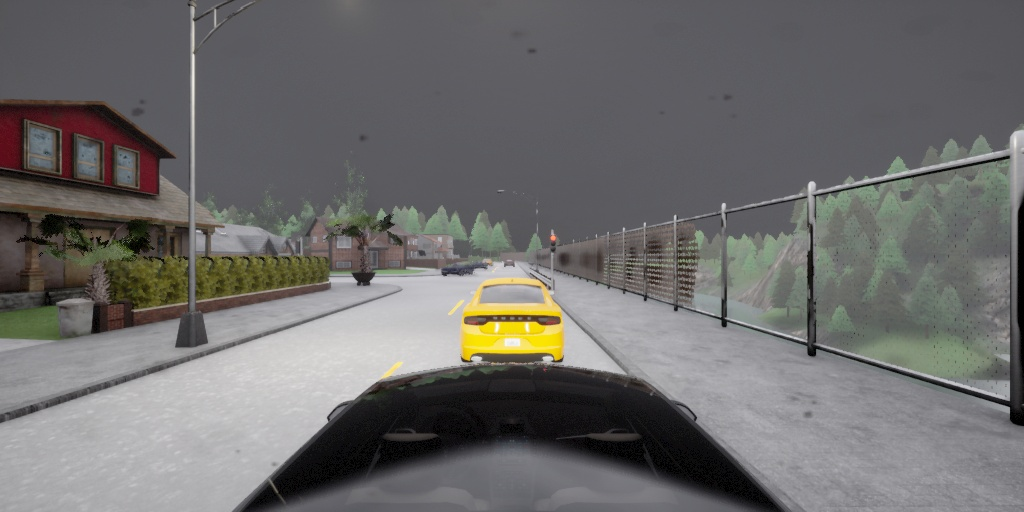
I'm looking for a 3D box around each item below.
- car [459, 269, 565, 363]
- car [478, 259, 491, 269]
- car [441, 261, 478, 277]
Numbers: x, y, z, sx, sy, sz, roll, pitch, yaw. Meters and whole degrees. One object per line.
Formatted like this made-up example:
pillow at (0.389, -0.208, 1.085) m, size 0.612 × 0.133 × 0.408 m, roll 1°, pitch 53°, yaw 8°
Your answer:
car at (0.002, 1.228, 8.197) m, size 1.882 × 1.535 × 5.008 m, roll 0°, pitch 0°, yaw 0°
car at (-4.549, 1.351, 51.951) m, size 1.895 × 1.301 × 4.718 m, roll 0°, pitch 0°, yaw -1°
car at (-5.297, 1.351, 35.479) m, size 1.895 × 1.301 × 4.718 m, roll 0°, pitch 0°, yaw 13°
